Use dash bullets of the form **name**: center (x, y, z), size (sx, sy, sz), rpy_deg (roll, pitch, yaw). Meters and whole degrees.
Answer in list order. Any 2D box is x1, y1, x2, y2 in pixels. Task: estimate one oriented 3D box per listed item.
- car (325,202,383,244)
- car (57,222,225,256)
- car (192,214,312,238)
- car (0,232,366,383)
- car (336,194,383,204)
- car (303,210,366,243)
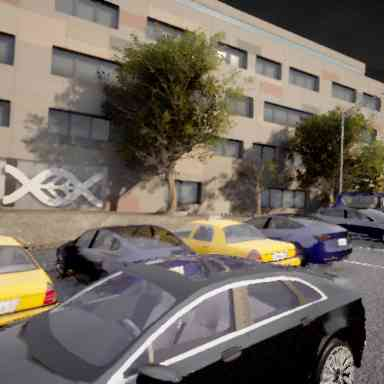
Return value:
- **car**: center (7.344, 1.409, 14.430), size (2.163, 1.488, 4.792), rpy_deg (-1, 0, -36)
- **car**: center (-1.690, 1.489, 7.851), size (2.163, 1.488, 4.792), rpy_deg (0, 0, -36)
- **car**: center (0.467, 1.436, 9.634), size (1.946, 1.575, 5.366), rpy_deg (-1, 0, -36)
- **car**: center (-0.177, 1.480, 3.279), size (4.902, 1.511, 2.128), rpy_deg (-1, 0, -36)
- **car**: center (9.591, 1.109, 16.086), size (2.435, 2.045, 5.566), rpy_deg (-1, 0, -36)
- **car**: center (2.810, 1.449, 11.165), size (2.163, 1.488, 4.792), rpy_deg (0, 0, -36)
